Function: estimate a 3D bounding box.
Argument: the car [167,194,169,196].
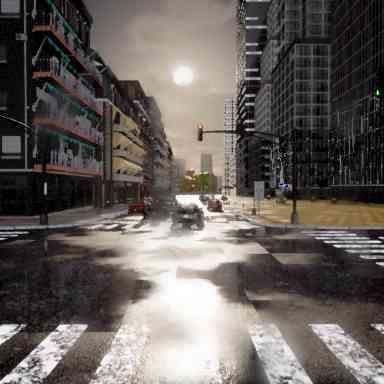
[{"bbox_3d":[-5.586,1.438,57.927,1.967,1.590,4.097,-1,0,0],"label":"car"}]

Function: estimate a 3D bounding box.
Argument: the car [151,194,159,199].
[{"bbox_3d":[-5.621,1.436,40.981,1.967,1.590,4.097,-1,0,0],"label":"car"}]

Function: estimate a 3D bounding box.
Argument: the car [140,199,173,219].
[{"bbox_3d":[-3.041,1.560,29.105,1.994,1.385,4.181,0,0,0],"label":"car"}]

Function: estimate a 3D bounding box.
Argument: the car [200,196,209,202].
[{"bbox_3d":[2.797,1.547,74.915,1.887,1.381,4.507,-1,0,0],"label":"car"}]

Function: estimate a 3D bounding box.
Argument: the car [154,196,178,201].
[{"bbox_3d":[-3.017,1.500,39.015,1.837,1.490,4.892,0,0,0],"label":"car"}]

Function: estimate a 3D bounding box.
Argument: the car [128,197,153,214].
[{"bbox_3d":[-5.630,1.540,35.332,1.887,1.381,4.507,-1,0,0],"label":"car"}]

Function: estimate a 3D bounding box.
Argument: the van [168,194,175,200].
[{"bbox_3d":[-5.519,1.350,91.820,1.690,1.788,3.998,-1,0,0],"label":"van"}]

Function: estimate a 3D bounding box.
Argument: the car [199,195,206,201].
[{"bbox_3d":[2.774,1.551,63.617,2.008,1.369,4.403,-1,0,0],"label":"car"}]

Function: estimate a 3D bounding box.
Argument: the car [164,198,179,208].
[{"bbox_3d":[-2.992,1.597,49.178,1.895,1.301,4.718,0,0,0],"label":"car"}]

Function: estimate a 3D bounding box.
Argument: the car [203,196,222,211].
[{"bbox_3d":[2.728,1.540,41.021,1.887,1.381,4.507,-1,0,0],"label":"car"}]

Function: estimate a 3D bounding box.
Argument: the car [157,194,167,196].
[{"bbox_3d":[-5.599,1.312,52.279,2.192,1.841,5.009,-1,0,0],"label":"car"}]

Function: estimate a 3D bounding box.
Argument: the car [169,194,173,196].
[{"bbox_3d":[-5.561,1.583,69.226,1.802,1.307,4.206,-1,0,0],"label":"car"}]

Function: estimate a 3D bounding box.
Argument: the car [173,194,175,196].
[{"bbox_3d":[-5.531,1.321,86.173,2.192,1.841,5.009,-1,0,0],"label":"car"}]

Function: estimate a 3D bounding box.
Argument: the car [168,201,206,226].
[{"bbox_3d":[-0.240,1.562,23.574,1.994,1.385,4.181,0,0,5],"label":"car"}]

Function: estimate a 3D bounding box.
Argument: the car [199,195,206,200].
[{"bbox_3d":[2.831,1.534,92.033,1.752,1.417,4.829,-1,0,0],"label":"car"}]
